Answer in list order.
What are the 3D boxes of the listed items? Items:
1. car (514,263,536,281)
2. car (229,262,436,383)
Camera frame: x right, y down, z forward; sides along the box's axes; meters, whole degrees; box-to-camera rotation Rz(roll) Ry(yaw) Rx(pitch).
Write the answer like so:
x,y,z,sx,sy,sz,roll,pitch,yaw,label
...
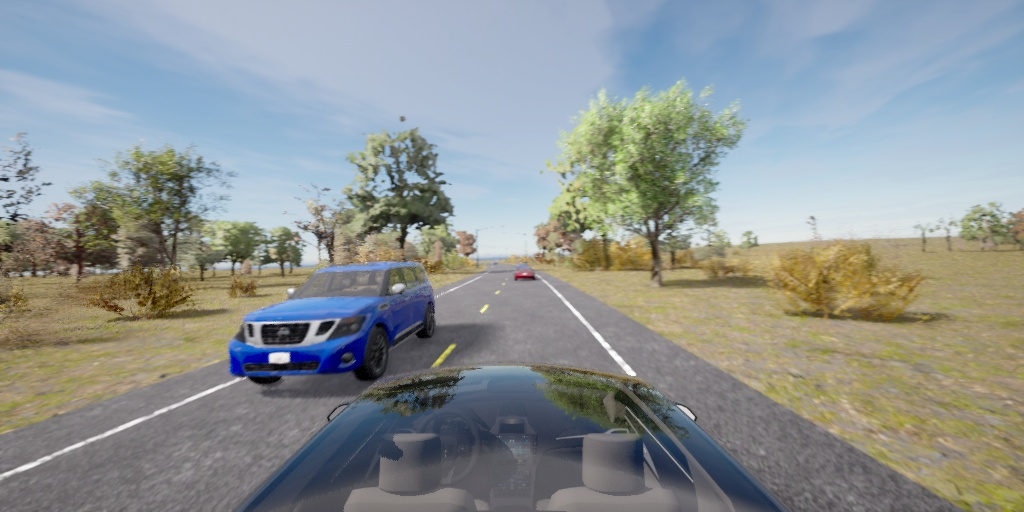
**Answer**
x,y,z,sx,sy,sz,roll,pitch,yaw,label
1.213,1.603,34.737,1.994,1.385,4.181,-2,-1,1,car
-3.316,1.174,8.048,2.150,2.045,5.566,-2,-1,3,car
